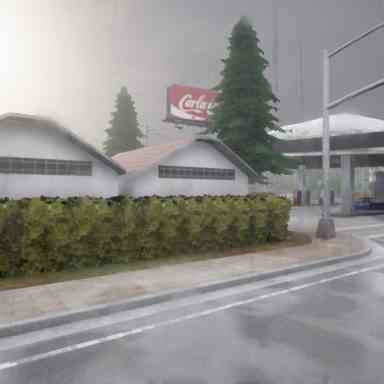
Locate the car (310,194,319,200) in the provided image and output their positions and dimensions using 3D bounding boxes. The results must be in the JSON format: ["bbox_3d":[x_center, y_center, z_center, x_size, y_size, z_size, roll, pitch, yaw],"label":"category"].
[{"bbox_3d":[32.286,1.312,89.142,2.152,1.636,5.027,0,0,-36],"label":"car"}]

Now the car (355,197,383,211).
[{"bbox_3d":[21.246,1.471,39.642,4.611,1.667,2.242,0,0,-36],"label":"car"}]
